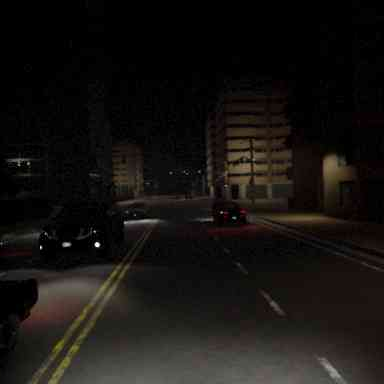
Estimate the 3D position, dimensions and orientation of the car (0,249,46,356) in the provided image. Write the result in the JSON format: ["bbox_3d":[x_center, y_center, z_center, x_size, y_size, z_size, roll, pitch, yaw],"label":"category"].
[{"bbox_3d":[-3.532,1.720,3.453,1.895,1.301,4.718,-2,0,0],"label":"car"}]

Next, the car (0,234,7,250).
[{"bbox_3d":[-7.450,1.799,9.529,2.033,1.411,5.357,-2,0,-3],"label":"car"}]

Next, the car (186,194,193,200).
[{"bbox_3d":[-0.765,1.312,89.710,1.812,1.442,4.674,-2,0,-3],"label":"car"}]

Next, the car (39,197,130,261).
[{"bbox_3d":[-4.150,1.350,13.479,2.150,2.045,5.566,-2,0,-2],"label":"car"}]

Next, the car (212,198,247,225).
[{"bbox_3d":[2.499,1.402,22.831,1.812,1.442,4.674,-2,0,-3],"label":"car"}]

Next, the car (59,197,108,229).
[{"bbox_3d":[-8.217,1.476,25.889,2.150,2.045,5.566,-2,0,-2],"label":"car"}]

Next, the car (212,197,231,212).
[{"bbox_3d":[3.289,1.355,36.699,1.812,1.442,4.674,-2,0,7],"label":"car"}]

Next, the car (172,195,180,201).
[{"bbox_3d":[-4.258,1.439,89.540,2.128,1.511,4.902,-2,0,-3],"label":"car"}]

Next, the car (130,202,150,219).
[{"bbox_3d":[-4.872,1.658,30.050,1.812,1.442,4.674,-2,0,-2],"label":"car"}]
